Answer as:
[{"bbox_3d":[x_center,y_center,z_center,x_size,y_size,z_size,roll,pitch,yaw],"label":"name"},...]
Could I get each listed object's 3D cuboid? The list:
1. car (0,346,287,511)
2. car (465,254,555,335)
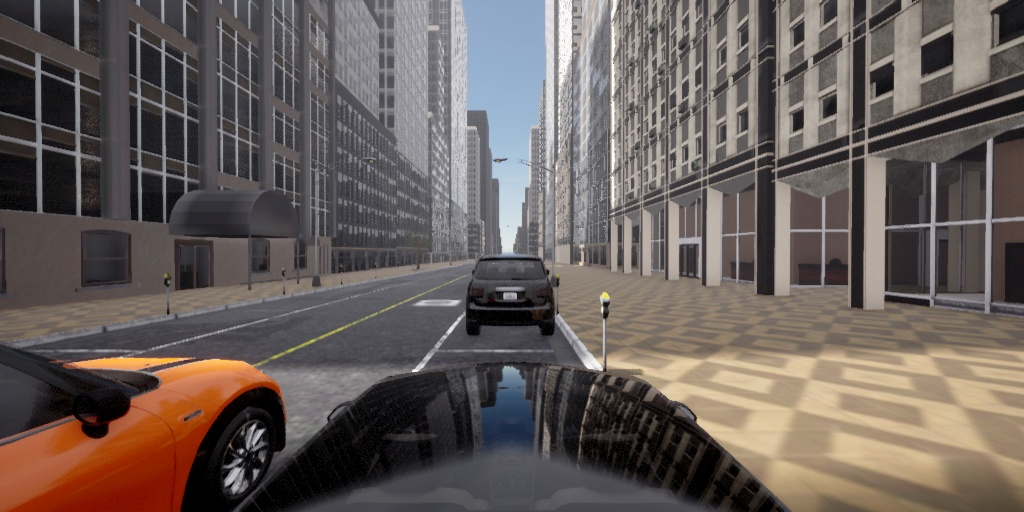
[{"bbox_3d":[-3.146,1.097,1.470,2.097,1.767,4.553,0,0,0],"label":"car"},{"bbox_3d":[-0.039,0.967,10.531,2.150,2.045,5.566,0,0,0],"label":"car"}]
